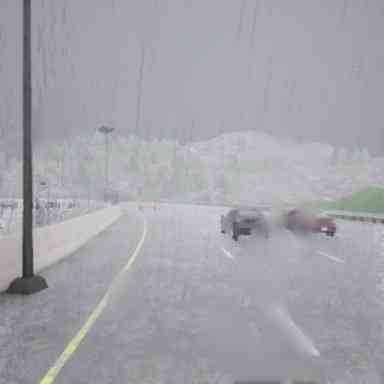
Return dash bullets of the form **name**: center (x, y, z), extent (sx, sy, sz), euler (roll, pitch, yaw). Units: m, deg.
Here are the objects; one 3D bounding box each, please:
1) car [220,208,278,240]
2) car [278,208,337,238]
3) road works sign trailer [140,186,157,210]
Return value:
- **car**: center (2.700, 1.614, 17.659), extent (1.837, 1.490, 4.892), euler (0, 0, -5)
- **car**: center (6.141, 1.612, 18.254), extent (1.812, 1.442, 4.674), euler (0, 0, -5)
- **road works sign trailer**: center (-6.617, 0.879, 49.374), extent (2.380, 3.560, 2.880), euler (0, 0, -17)
